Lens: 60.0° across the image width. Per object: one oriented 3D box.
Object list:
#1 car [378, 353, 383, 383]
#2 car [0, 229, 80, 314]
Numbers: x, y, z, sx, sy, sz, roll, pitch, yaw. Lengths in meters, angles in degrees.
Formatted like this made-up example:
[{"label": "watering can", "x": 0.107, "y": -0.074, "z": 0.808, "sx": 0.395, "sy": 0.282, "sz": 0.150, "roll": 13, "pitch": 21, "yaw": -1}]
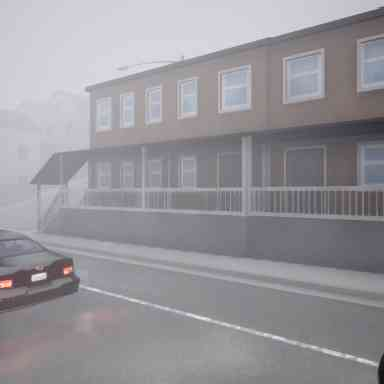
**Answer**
[{"label": "car", "x": 3.614, "y": 1.474, "z": 1.406, "sx": 5.008, "sy": 1.535, "sz": 1.882, "roll": 0, "pitch": 0, "yaw": 35}, {"label": "car", "x": -4.737, "y": 1.547, "z": 7.343, "sx": 5.357, "sy": 1.411, "sz": 2.033, "roll": 0, "pitch": 0, "yaw": 36}]
